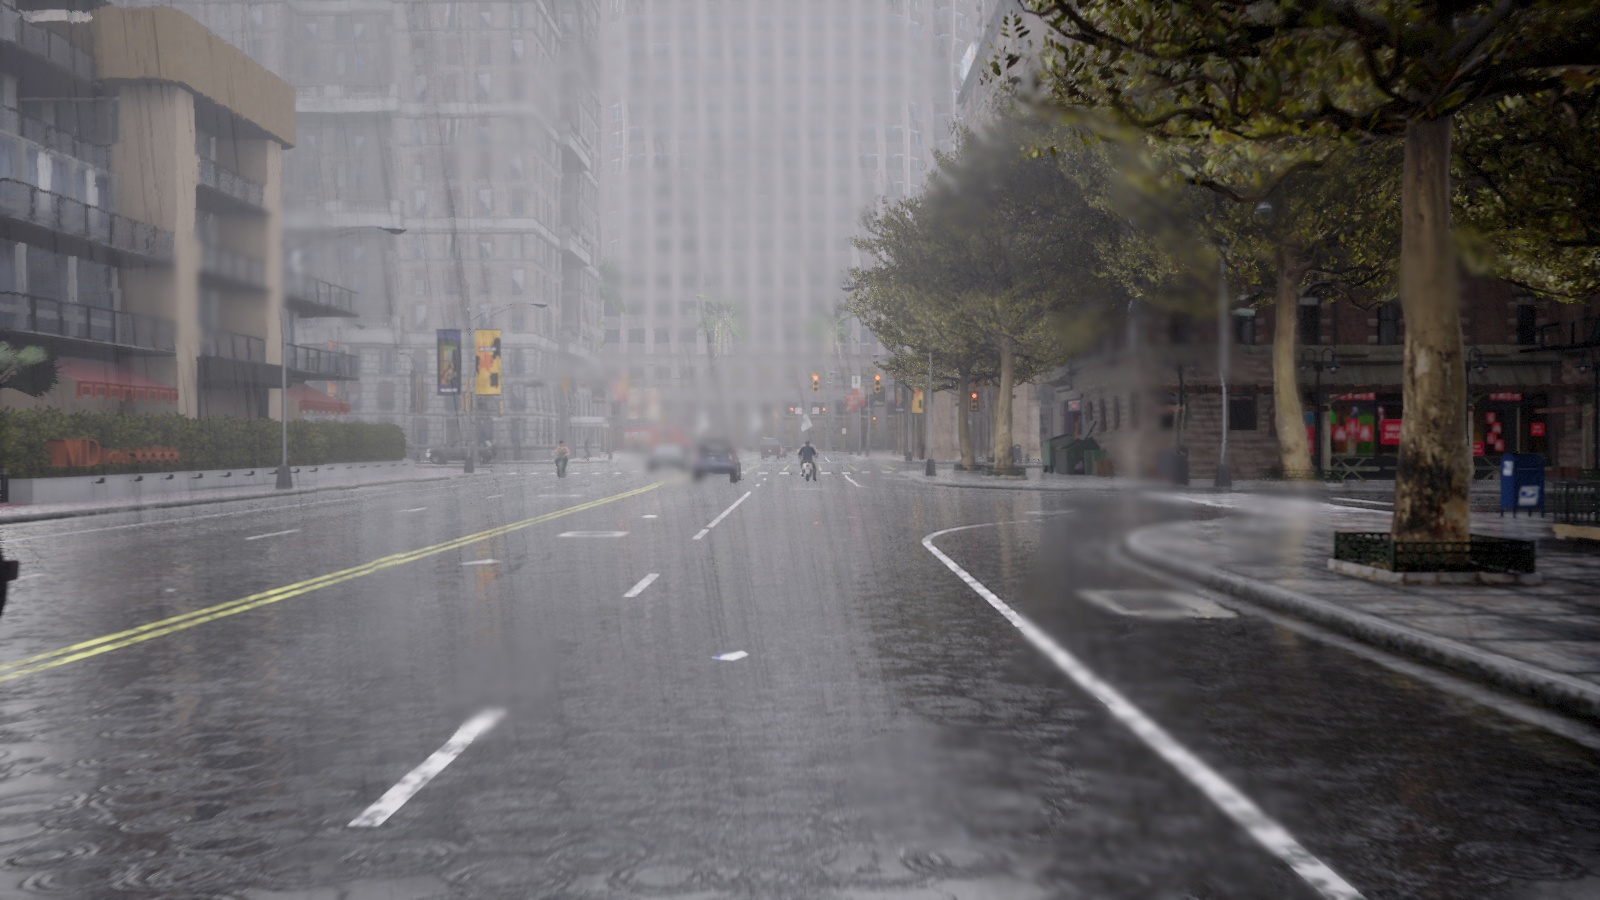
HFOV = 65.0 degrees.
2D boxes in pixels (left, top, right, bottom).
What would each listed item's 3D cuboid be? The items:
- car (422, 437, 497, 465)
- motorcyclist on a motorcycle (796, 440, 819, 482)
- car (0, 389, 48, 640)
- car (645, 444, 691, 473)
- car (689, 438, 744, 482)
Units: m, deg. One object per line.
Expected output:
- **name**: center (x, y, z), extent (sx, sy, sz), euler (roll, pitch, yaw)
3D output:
- **car**: center (-23.118, 0.064, 85.303), extent (4.605, 1.855, 1.932), euler (0, 0, -4)
- **motorcyclist on a motorcycle**: center (0.293, 0.423, 49.181), extent (0.866, 1.590, 1.817), euler (0, 0, 0)
- **car**: center (-6.940, 0.491, 8.056), extent (1.905, 1.878, 3.866), euler (0, 0, 0)
- **car**: center (-6.626, 0.409, 63.544), extent (1.812, 1.442, 4.674), euler (0, 0, 0)
- **car**: center (-3.208, 0.367, 48.895), extent (1.851, 1.617, 3.988), euler (0, 0, 0)
